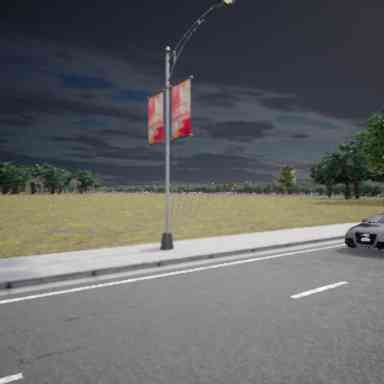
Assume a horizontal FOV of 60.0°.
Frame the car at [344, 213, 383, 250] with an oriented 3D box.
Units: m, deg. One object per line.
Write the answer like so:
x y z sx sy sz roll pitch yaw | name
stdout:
7.993 1.563 13.377 4.181 1.385 1.994 0 0 -35 | car
